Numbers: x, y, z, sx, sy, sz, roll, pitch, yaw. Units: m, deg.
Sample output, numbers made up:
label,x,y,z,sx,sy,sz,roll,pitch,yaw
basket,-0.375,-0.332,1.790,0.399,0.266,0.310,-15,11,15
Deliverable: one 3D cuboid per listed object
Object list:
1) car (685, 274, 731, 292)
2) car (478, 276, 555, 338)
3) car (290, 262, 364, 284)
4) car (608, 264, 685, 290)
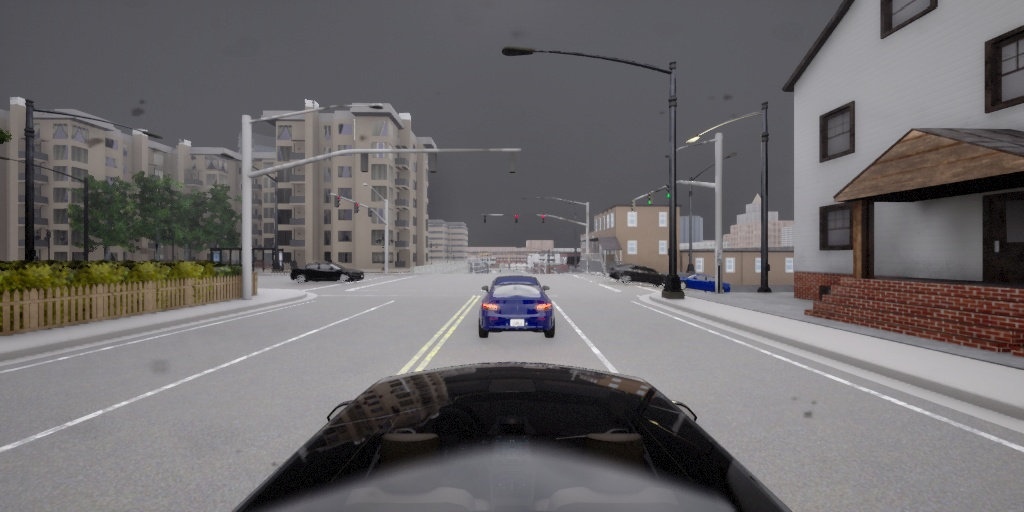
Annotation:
label,x,y,z,sx,sy,sz,roll,pitch,yaw
car,15.369,2.209,29.744,5.008,1.535,1.882,9,0,1
car,0.107,1.276,10.055,1.812,1.442,4.674,0,0,0
car,-13.582,1.228,26.495,5.008,1.535,1.882,0,0,0
car,9.491,1.407,26.100,4.892,1.490,1.837,7,0,1
